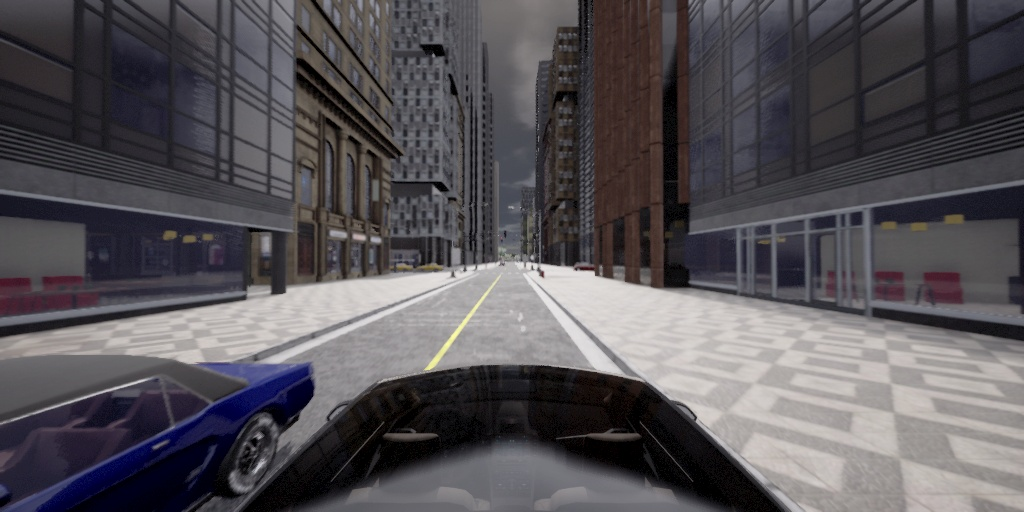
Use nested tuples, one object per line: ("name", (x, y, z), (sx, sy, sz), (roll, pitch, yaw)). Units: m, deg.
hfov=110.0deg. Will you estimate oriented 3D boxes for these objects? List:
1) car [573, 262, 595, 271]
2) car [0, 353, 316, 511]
("car", (11.900, 1.725, 57.083), (4.097, 1.591, 1.967), (0, 0, 0))
("car", (-3.099, 1.351, 1.732), (1.895, 1.301, 4.718), (0, -1, 0))
